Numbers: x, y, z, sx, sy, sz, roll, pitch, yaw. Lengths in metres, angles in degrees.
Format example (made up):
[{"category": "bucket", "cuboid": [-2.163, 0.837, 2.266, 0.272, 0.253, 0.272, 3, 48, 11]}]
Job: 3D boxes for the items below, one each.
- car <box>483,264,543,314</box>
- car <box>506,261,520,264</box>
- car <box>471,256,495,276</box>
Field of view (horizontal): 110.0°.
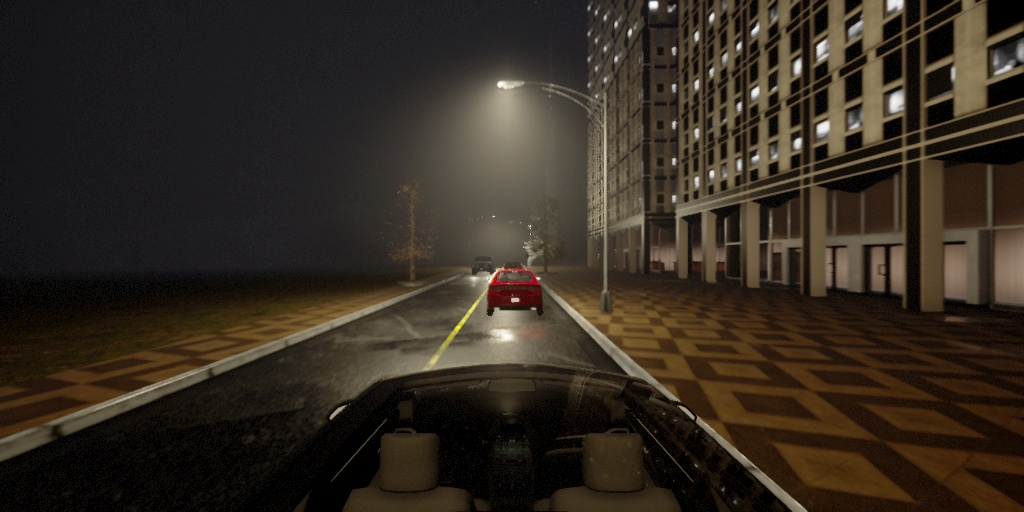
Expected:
[{"category": "car", "cuboid": [0.102, 1.227, 13.719, 1.882, 1.535, 5.008, 0, 0, 0]}, {"category": "car", "cuboid": [0.109, 1.227, 37.434, 1.882, 1.535, 5.008, 0, 0, 0]}, {"category": "car", "cuboid": [-2.991, 0.973, 38.007, 2.150, 2.045, 5.566, 0, 0, 0]}]
